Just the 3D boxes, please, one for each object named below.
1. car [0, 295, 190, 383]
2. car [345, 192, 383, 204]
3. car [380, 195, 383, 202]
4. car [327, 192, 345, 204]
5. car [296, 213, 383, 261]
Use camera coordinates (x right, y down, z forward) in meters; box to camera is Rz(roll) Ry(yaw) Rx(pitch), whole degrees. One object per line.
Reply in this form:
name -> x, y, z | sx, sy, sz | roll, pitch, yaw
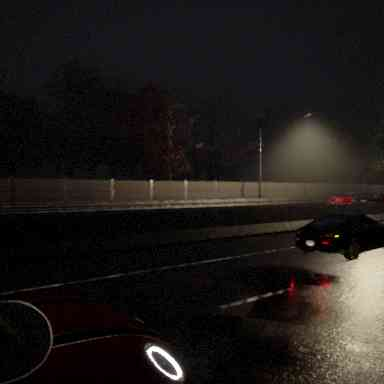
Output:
car -> -2.193, 1.354, 2.182 | 4.553, 1.767, 2.097 | 0, 0, -35
car -> 21.666, 1.074, 40.840 | 5.566, 2.045, 2.150 | 0, 0, -35
car -> 24.251, 1.340, 38.384 | 4.902, 1.511, 2.128 | 0, 0, -35
car -> 20.214, 1.072, 44.098 | 5.566, 2.045, 2.150 | 0, 0, -35
car -> 5.696, 1.481, 12.085 | 4.674, 1.442, 1.812 | 0, 0, -35
